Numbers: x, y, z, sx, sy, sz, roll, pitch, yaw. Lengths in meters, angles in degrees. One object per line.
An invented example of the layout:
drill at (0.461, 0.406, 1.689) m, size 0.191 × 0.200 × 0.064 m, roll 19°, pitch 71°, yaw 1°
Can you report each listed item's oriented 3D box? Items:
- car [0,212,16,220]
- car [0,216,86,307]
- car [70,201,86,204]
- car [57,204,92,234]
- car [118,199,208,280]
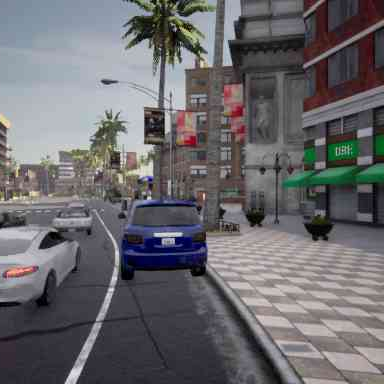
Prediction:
car at (-9.330, 1.593, 15.842) m, size 1.895 × 1.301 × 4.718 m, roll 0°, pitch 0°, yaw -17°
car at (-3.866, 1.523, 7.705) m, size 1.812 × 1.442 × 4.674 m, roll 0°, pitch 0°, yaw -9°
car at (-9.606, 1.517, 27.958) m, size 1.812 × 1.442 × 4.674 m, roll 0°, pitch 0°, yaw -18°
car at (-6.577, 1.595, 18.661) m, size 1.895 × 1.301 × 4.718 m, roll 0°, pitch 0°, yaw -16°
car at (-1.055, 1.218, 10.220) m, size 2.150 × 2.045 × 5.566 m, roll 0°, pitch 0°, yaw -11°
